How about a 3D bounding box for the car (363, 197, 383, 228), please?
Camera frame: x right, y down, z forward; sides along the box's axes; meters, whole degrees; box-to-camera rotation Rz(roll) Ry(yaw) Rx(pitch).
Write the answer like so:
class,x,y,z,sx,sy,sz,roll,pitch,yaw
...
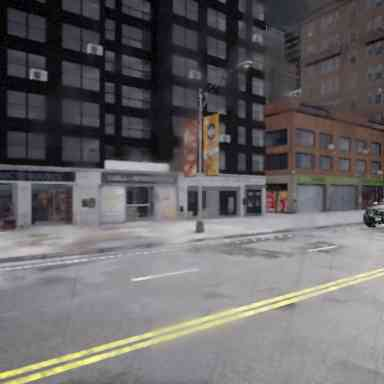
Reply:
class,x,y,z,sx,sy,sz,roll,pitch,yaw
car,13.125,1.238,21.030,5.566,2.045,2.150,0,0,-35
